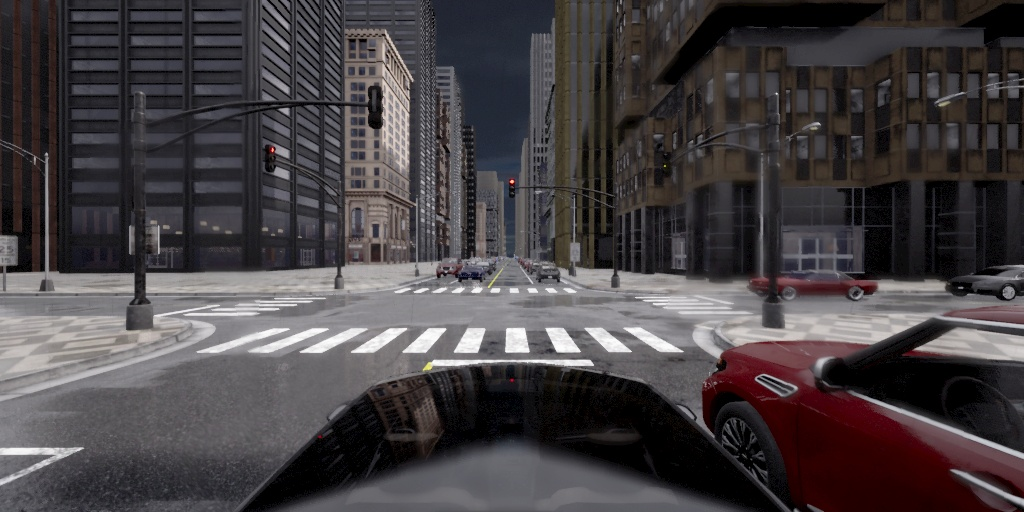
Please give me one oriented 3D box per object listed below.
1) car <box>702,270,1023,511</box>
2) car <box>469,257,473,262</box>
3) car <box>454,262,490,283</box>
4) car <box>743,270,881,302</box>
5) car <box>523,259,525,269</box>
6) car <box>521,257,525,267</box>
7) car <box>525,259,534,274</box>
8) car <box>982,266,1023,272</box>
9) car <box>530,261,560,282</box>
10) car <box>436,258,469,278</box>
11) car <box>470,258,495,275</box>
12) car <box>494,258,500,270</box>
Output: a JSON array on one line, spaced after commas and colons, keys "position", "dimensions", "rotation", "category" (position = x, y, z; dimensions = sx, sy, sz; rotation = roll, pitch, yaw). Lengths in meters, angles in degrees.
[{"position": [2.762, 1.065, 1.230], "dimensions": [2.192, 1.841, 5.009], "rotation": [0, 0, 0], "category": "car"}, {"position": [-5.749, 1.193, 39.479], "dimensions": [1.967, 1.591, 4.097], "rotation": [0, 0, 0], "category": "car"}, {"position": [-3.090, 1.352, 28.462], "dimensions": [1.895, 1.301, 4.718], "rotation": [0, 0, 0], "category": "car"}, {"position": [13.525, 1.314, 16.376], "dimensions": [4.718, 1.301, 1.895], "rotation": [0, 0, 0], "category": "car"}, {"position": [2.778, 1.300, 45.125], "dimensions": [1.888, 1.381, 4.507], "rotation": [0, 0, 0], "category": "car"}, {"position": [2.783, 1.199, 56.406], "dimensions": [1.967, 1.591, 4.097], "rotation": [0, 0, 0], "category": "car"}, {"position": [2.776, 1.304, 39.485], "dimensions": [2.007, 1.370, 4.403], "rotation": [0, 0, 0], "category": "car"}, {"position": [22.959, 1.197, 16.419], "dimensions": [4.892, 1.490, 1.837], "rotation": [0, 0, 0], "category": "car"}, {"position": [2.772, 1.302, 28.203], "dimensions": [2.007, 1.370, 4.403], "rotation": [0, 0, 0], "category": "car"}, {"position": [-5.751, 1.067, 33.837], "dimensions": [2.192, 1.841, 5.009], "rotation": [0, 0, 0], "category": "car"}, {"position": [-3.087, 1.279, 38.430], "dimensions": [1.812, 1.442, 4.674], "rotation": [0, 0, 0], "category": "car"}, {"position": [-3.076, 1.304, 48.799], "dimensions": [2.033, 1.411, 5.357], "rotation": [0, 0, 0], "category": "car"}]
